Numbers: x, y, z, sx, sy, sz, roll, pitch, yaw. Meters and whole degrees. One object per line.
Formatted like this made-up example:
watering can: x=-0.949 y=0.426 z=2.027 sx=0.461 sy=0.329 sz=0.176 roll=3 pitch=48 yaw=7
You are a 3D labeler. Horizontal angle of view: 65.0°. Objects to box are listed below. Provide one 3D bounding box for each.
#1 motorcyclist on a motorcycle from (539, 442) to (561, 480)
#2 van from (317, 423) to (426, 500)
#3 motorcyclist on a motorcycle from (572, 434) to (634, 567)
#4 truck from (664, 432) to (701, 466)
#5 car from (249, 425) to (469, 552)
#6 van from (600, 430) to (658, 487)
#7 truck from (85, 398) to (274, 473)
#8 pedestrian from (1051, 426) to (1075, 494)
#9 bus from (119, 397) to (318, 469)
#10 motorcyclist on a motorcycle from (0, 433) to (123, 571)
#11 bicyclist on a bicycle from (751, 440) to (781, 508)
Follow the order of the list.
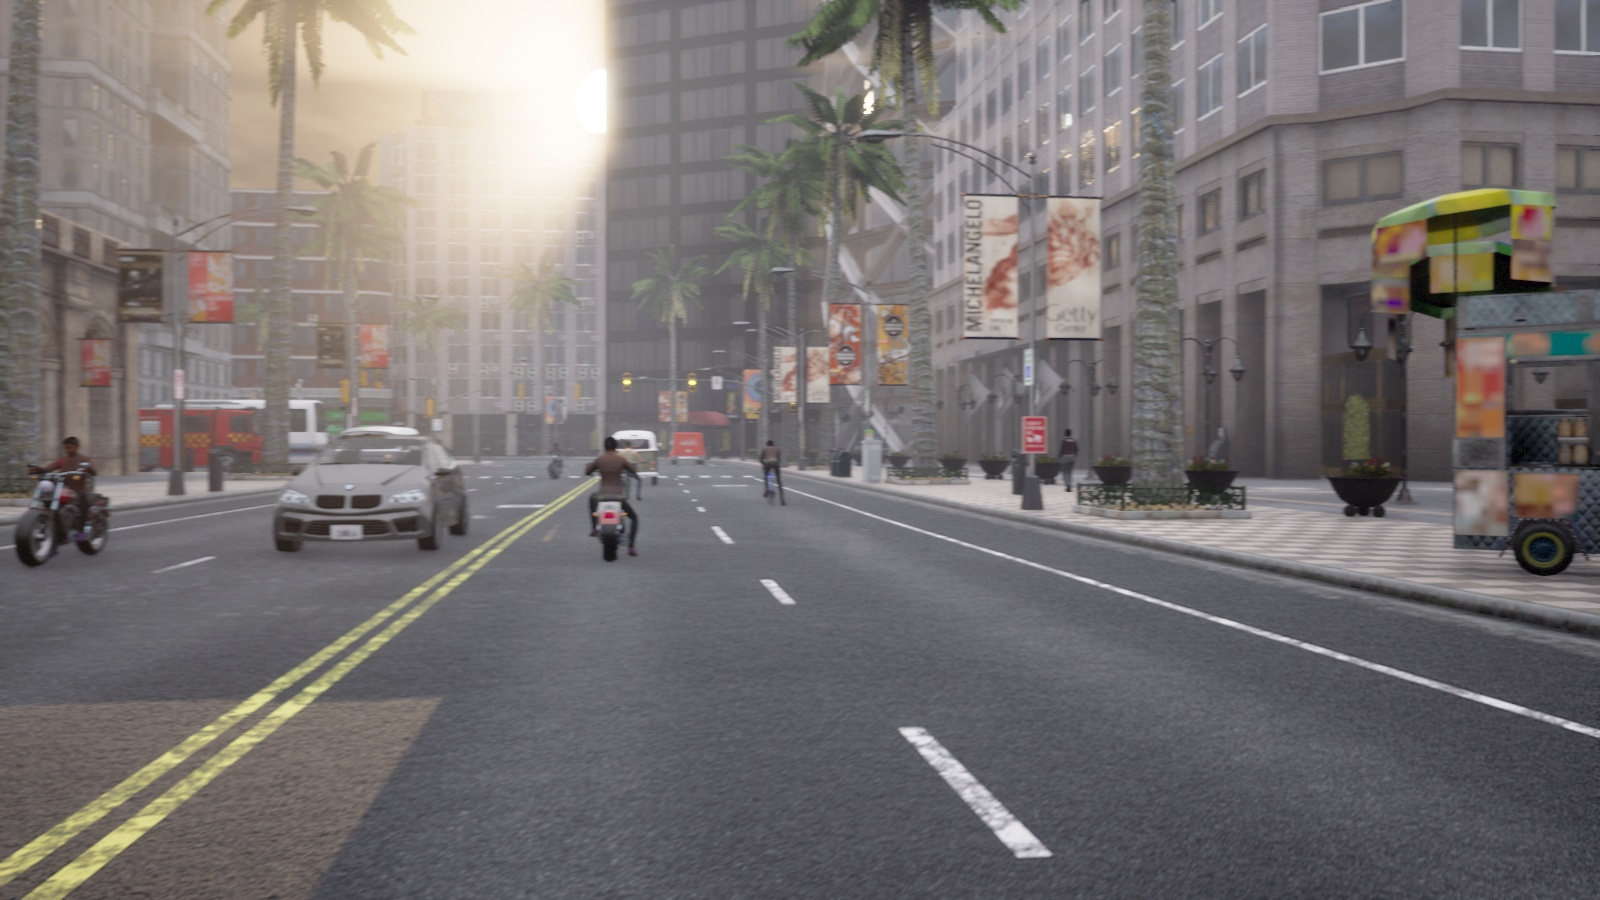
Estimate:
motorcyclist on a motorcycle: x=-10.939 y=0.459 z=55.048 sx=0.766 sy=1.649 sz=2.350 roll=0 pitch=0 yaw=-7
van: x=-12.080 y=0.310 z=35.679 sx=2.069 sy=2.038 sz=4.480 roll=0 pitch=0 yaw=-7
motorcyclist on a motorcycle: x=-2.617 y=0.625 z=16.841 sx=0.766 sy=1.649 sz=2.350 roll=0 pitch=0 yaw=-8
truck: x=-9.030 y=-0.118 z=96.135 sx=2.627 sy=2.467 sz=5.204 roll=0 pitch=1 yaw=-8
car: x=-6.427 y=0.506 z=18.910 sx=2.242 sy=1.667 sz=4.611 roll=0 pitch=0 yaw=-8
van: x=-6.476 y=0.273 z=47.666 sx=2.069 sy=2.038 sz=4.480 roll=0 pitch=1 yaw=-7
truck: x=-32.541 y=-0.730 z=66.190 sx=8.468 sy=3.827 sz=2.891 roll=0 pitch=0 yaw=-7
pedestrian: x=7.490 y=0.274 z=35.760 sx=0.402 sy=1.930 sz=0.666 roll=0 pitch=0 yaw=-13
bus: x=-35.118 y=-0.987 z=76.318 sx=10.273 sy=4.253 sz=3.944 roll=0 pitch=0 yaw=-7
motorcyclist on a motorcycle: x=-9.586 y=0.616 z=16.165 sx=0.766 sy=1.649 sz=2.350 roll=0 pitch=0 yaw=-8
bicyclist on a bicycle: x=-0.856 y=0.575 z=31.029 sx=0.582 sy=1.620 sz=1.656 roll=0 pitch=0 yaw=-7
